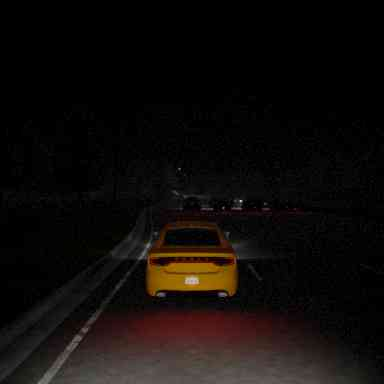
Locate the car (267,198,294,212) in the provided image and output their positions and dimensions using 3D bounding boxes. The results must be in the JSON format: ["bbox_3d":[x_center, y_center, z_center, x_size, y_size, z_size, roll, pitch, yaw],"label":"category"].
[{"bbox_3d":[10.495,1.478,39.188,1.882,1.535,5.008,0,0,0],"label":"car"}]

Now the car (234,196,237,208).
[{"bbox_3d":[6.994,1.352,49.577,2.097,1.767,4.553,0,0,0],"label":"car"}]

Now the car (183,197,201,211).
[{"bbox_3d":[-0.005,1.352,39.573,2.097,1.767,4.553,0,0,0],"label":"car"}]

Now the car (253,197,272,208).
[{"bbox_3d":[10.494,1.526,49.607,1.812,1.442,4.674,0,0,0],"label":"car"}]

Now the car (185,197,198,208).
[{"bbox_3d":[-0.006,1.505,49.606,1.837,1.490,4.892,0,0,0],"label":"car"}]

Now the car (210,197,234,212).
[{"bbox_3d":[3.495,1.505,39.187,1.837,1.490,4.892,0,0,0],"label":"car"}]

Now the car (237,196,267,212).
[{"bbox_3d":[6.995,1.491,39.187,2.128,1.511,4.902,0,0,0],"label":"car"}]

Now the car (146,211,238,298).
[{"bbox_3d":[-0.001,1.478,8.578,1.882,1.535,5.008,0,0,0],"label":"car"}]
